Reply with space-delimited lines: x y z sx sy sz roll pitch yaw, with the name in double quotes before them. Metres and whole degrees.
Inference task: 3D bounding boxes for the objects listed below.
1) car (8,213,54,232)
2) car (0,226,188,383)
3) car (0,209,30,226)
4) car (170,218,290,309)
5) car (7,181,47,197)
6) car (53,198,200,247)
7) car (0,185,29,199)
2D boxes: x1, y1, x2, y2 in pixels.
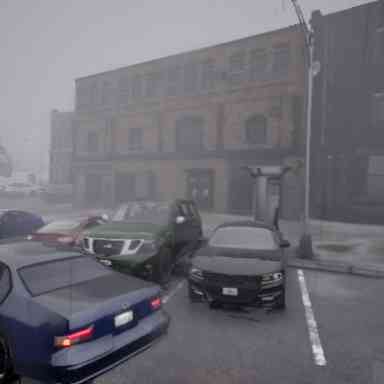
"car" -3.685 1.509 11.599 2.002 1.452 4.674 0 -1 14
"car" -2.869 1.542 5.355 5.357 1.411 2.033 0 0 35
"car" -8.689 1.504 14.976 2.002 1.452 4.674 1 -1 13
"car" 1.296 1.475 8.168 2.097 1.535 5.008 1 -1 15
"car" -23.242 -0.412 46.555 5.566 2.045 2.435 1 6 7
"car" -1.189 1.221 9.863 2.435 2.045 5.566 1 -1 14
"car" -24.620 0.167 43.900 4.674 1.452 2.002 1 6 7
